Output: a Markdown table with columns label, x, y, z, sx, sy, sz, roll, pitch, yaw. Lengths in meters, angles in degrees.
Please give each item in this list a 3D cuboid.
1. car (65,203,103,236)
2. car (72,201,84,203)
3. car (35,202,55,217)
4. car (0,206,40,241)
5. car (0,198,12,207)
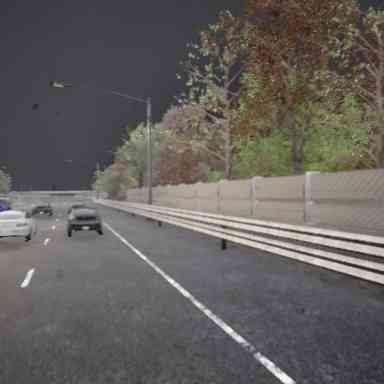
| label | x | y | z | sx | sy | sz | roll | pitch | yaw |
| --- | --- | --- | --- | --- | --- | --- | --- | --- | --- |
| car | -6.381 | 1.644 | 19.705 | 1.837 | 1.490 | 4.892 | -1 | 0 | -20 |
| car | -12.624 | 1.784 | 36.868 | 1.837 | 1.490 | 4.892 | -1 | 0 | -20 |
| car | -15.750 | 1.813 | 35.254 | 1.837 | 1.490 | 4.892 | -1 | 0 | -20 |
| car | -9.191 | 1.686 | 17.220 | 1.812 | 1.442 | 4.674 | -1 | 0 | -20 |
| car | -17.268 | 1.520 | 29.179 | 2.150 | 2.045 | 5.566 | -1 | 0 | -20 |
